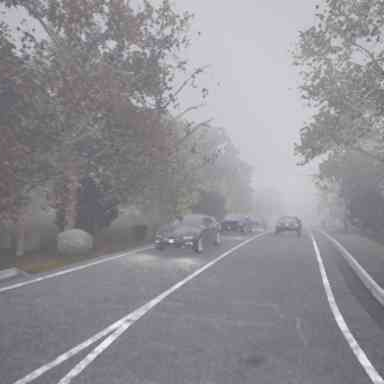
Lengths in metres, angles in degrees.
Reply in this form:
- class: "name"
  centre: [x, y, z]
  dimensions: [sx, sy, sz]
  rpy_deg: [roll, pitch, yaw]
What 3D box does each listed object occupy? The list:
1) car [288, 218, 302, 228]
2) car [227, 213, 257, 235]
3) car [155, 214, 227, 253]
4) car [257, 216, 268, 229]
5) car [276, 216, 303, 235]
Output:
- class: "car"
  centre: [15.011, 4.512, 48.317]
  dimensions: [1.895, 1.301, 4.718]
  rpy_deg: [1, -4, 19]
- class: "car"
  centre: [3.342, 2.314, 25.012]
  dimensions: [1.882, 1.535, 5.008]
  rpy_deg: [1, -4, 19]
- class: "car"
  centre: [-0.013, 1.765, 15.090]
  dimensions: [1.837, 1.490, 4.892]
  rpy_deg: [1, -2, 19]
- class: "car"
  centre: [7.162, 3.334, 36.360]
  dimensions: [1.994, 1.385, 4.181]
  rpy_deg: [1, -4, 19]
- class: "car"
  centre: [7.659, 2.605, 26.261]
  dimensions: [2.033, 1.411, 5.357]
  rpy_deg: [1, -4, 19]
